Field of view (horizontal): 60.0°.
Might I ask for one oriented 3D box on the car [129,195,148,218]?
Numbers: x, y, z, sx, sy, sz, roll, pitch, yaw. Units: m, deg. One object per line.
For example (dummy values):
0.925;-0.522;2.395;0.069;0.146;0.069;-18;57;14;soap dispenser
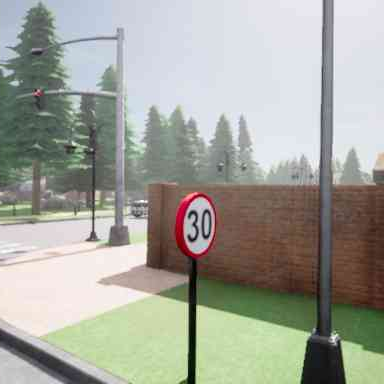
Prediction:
-2.558;0.988;26.973;2.150;2.045;5.566;1;1;34;car
